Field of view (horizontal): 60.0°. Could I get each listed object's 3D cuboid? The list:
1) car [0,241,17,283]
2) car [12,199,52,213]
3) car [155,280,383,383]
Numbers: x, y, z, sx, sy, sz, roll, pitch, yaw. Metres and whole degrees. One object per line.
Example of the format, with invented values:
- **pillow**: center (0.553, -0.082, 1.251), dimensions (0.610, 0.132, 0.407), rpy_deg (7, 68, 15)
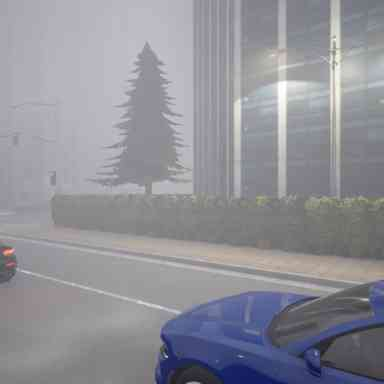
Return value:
- **car**: center (-6.203, 1.526, 8.376), dimensions (4.674, 1.442, 1.812), rpy_deg (0, 0, 36)
- **car**: center (-17.212, 1.547, 37.467), dimensions (2.033, 1.411, 5.357), rpy_deg (0, 0, 36)
- **car**: center (1.923, 1.478, 2.622), dimensions (5.008, 1.535, 1.882), rpy_deg (0, 0, 36)
